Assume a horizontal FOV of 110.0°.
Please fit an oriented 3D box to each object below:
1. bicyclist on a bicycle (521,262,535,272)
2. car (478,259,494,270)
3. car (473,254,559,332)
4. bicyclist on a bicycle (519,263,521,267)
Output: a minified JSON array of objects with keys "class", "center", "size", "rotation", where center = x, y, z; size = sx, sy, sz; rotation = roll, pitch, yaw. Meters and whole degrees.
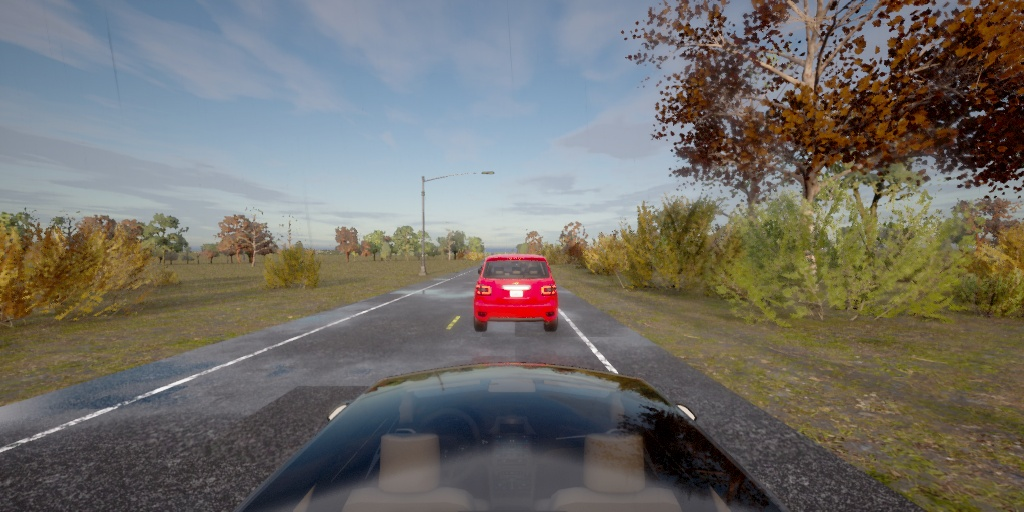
[{"class":"bicyclist on a bicycle","center":[0.942,1.114,18.714],"size":[0.659,1.776,1.843],"rotation":[0,0,0]},{"class":"car","center":[-3.852,1.227,54.681],"size":[2.128,1.511,4.902],"rotation":[0,0,0]},{"class":"car","center":[0.092,0.968,11.008],"size":[2.150,2.045,5.566],"rotation":[0,0,0]},{"class":"bicyclist on a bicycle","center":[0.903,1.111,28.727],"size":[0.659,1.776,1.843],"rotation":[0,0,0]}]
